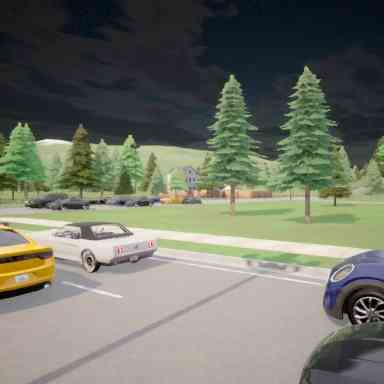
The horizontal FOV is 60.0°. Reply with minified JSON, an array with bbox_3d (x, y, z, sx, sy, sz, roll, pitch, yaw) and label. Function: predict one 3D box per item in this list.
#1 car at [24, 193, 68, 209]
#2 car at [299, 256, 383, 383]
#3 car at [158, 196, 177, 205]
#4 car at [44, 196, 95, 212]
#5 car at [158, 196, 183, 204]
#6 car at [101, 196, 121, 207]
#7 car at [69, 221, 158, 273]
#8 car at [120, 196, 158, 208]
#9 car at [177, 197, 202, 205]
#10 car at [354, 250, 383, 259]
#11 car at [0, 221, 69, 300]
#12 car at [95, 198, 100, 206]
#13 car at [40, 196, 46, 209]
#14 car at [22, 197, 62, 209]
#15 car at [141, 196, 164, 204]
[{"bbox_3d":[-19.205,1.218,44.751,2.150,2.045,5.566,0,0,36],"label":"car"},{"bbox_3d":[3.085,1.505,1.775,4.892,1.490,1.837,0,0,35],"label":"car"},{"bbox_3d":[-3.690,1.478,60.055,1.882,1.535,5.008,0,0,36],"label":"car"},{"bbox_3d":[-14.438,1.506,39.410,1.837,1.490,4.892,0,0,36],"label":"car"},{"bbox_3d":[-4.174,1.492,65.273,2.128,1.511,4.902,0,0,37],"label":"car"},{"bbox_3d":[-10.810,1.352,50.318,2.097,1.767,4.553,0,0,36],"label":"car"},{"bbox_3d":[-3.453,1.601,10.738,4.718,1.301,1.895,0,0,35],"label":"car"},{"bbox_3d":[-7.681,1.504,48.671,1.837,1.490,4.892,0,0,36],"label":"car"},{"bbox_3d":[-0.104,1.564,59.023,1.994,1.385,4.181,0,0,36],"label":"car"},{"bbox_3d":[4.480,1.352,5.081,4.553,1.767,2.097,0,0,36],"label":"car"},{"bbox_3d":[-5.235,1.478,7.708,5.008,1.535,1.882,0,0,35],"label":"car"},{"bbox_3d":[-15.097,1.601,56.308,1.895,1.301,4.718,0,0,36],"label":"car"},{"bbox_3d":[-16.519,1.564,42.497,1.994,1.385,4.181,0,0,36],"label":"car"},{"bbox_3d":[-21.413,1.478,47.663,1.882,1.535,5.008,0,0,36],"label":"car"},{"bbox_3d":[-7.778,1.525,66.257,1.812,1.442,4.674,0,0,37],"label":"car"}]
